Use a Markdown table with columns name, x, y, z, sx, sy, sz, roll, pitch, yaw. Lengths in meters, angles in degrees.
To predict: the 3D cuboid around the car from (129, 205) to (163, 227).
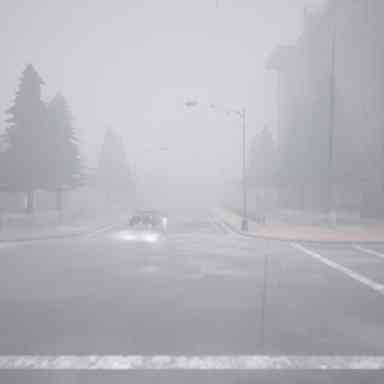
| name | x | y | z | sx | sy | sz | roll | pitch | yaw |
| --- | --- | --- | --- | --- | --- | --- | --- | --- | --- |
| car | -3.591 | 1.898 | 25.601 | 1.895 | 1.301 | 4.718 | 0 | -1 | 0 |

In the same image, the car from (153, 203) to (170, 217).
| name | x | y | z | sx | sy | sz | roll | pitch | yaw |
| --- | --- | --- | --- | --- | --- | --- | --- | --- | --- |
| car | -3.577 | 1.948 | 36.475 | 1.812 | 1.442 | 4.674 | 0 | -1 | 0 |
